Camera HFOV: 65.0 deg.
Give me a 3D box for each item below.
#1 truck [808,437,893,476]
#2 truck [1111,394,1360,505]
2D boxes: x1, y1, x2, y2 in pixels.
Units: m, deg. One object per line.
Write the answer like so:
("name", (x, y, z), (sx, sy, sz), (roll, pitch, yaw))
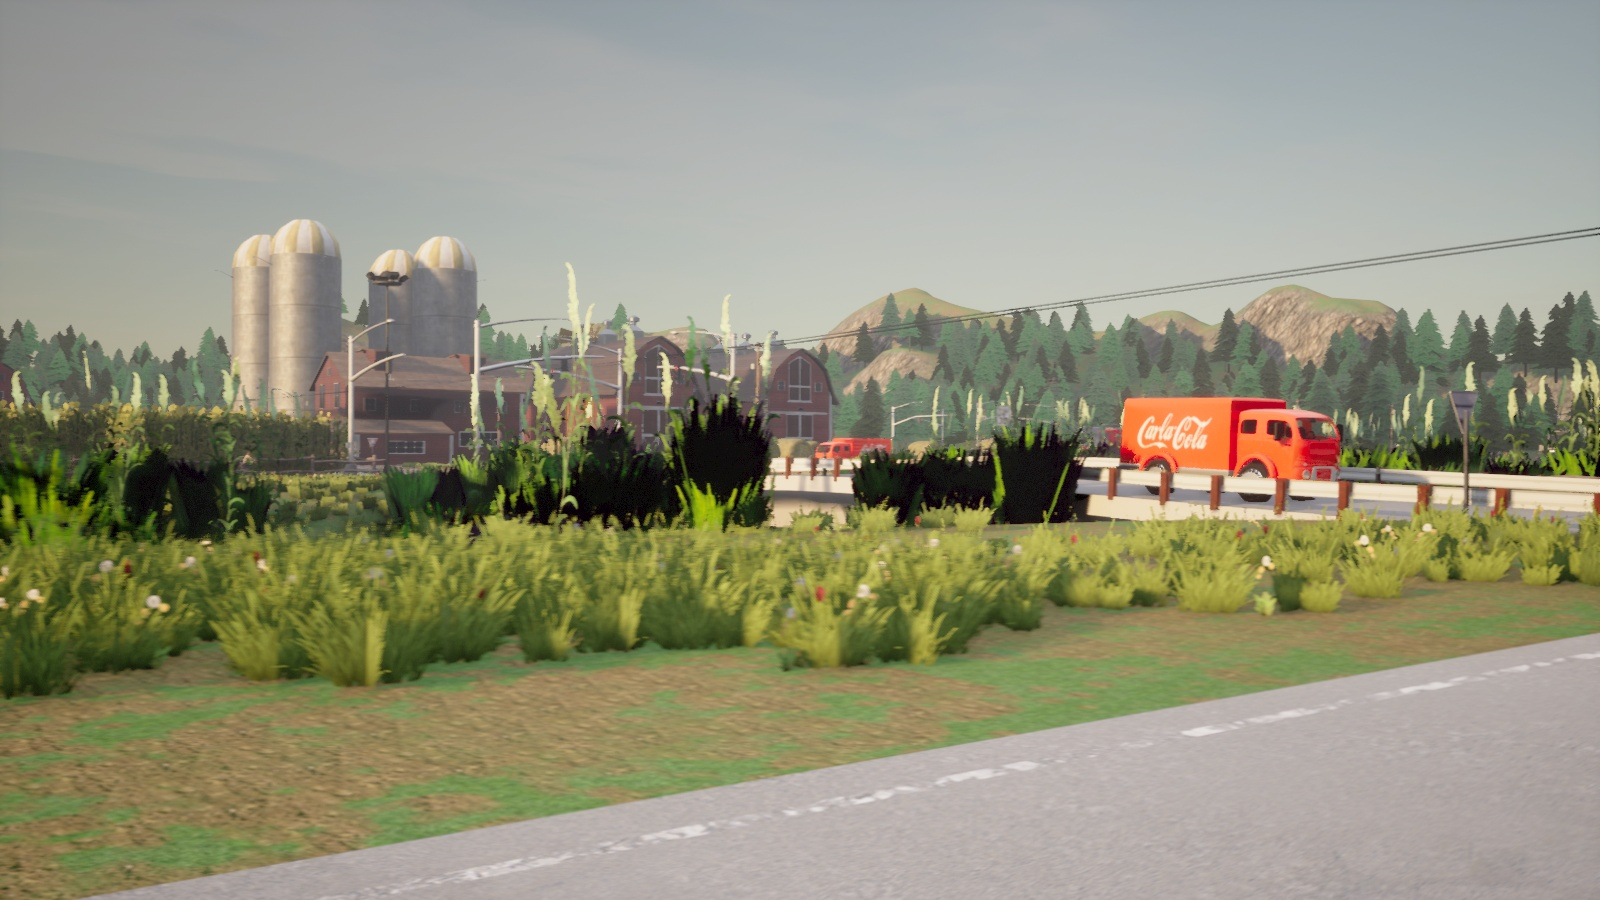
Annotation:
("truck", (3.395, 0.421, 83.546), (5.204, 2.467, 2.627), (0, 0, -38))
("truck", (10.546, -0.098, 30.840), (2.627, 2.467, 5.204), (0, 2, -33))
